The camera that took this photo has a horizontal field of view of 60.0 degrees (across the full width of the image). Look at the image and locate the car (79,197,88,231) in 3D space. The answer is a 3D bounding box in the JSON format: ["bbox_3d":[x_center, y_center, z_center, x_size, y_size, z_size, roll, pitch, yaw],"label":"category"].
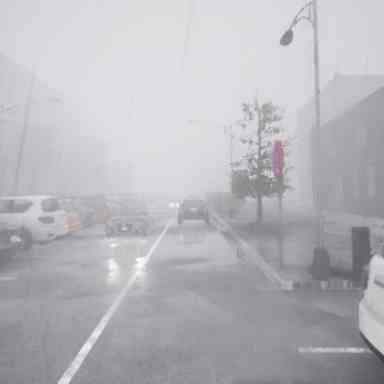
[{"bbox_3d":[-7.617,1.273,15.603,4.553,1.767,2.185,0,0,0],"label":"car"}]

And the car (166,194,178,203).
[{"bbox_3d":[-3.036,1.182,59.878,2.128,1.511,4.902,0,0,1],"label":"car"}]

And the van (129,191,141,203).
[{"bbox_3d":[-7.530,1.087,32.364,4.442,1.987,1.878,0,0,0],"label":"van"}]

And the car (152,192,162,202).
[{"bbox_3d":[-7.830,1.209,51.920,5.366,1.575,1.946,0,0,0],"label":"car"}]

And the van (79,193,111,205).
[{"bbox_3d":[-7.765,1.144,21.190,4.442,1.987,1.878,0,0,0],"label":"van"}]

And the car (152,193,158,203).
[{"bbox_3d":[-7.831,1.237,46.333,5.366,1.575,1.946,0,0,0],"label":"car"}]

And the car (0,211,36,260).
[{"bbox_3d":[-7.678,1.457,10.017,4.792,1.488,2.163,0,0,0],"label":"car"}]

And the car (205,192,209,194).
[{"bbox_3d":[4.713,0.987,46.608,5.566,2.045,2.435,0,0,0],"label":"car"}]

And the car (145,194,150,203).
[{"bbox_3d":[-7.640,1.285,37.952,4.892,1.521,2.231,0,0,0],"label":"car"}]

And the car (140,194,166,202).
[{"bbox_3d":[-7.643,1.144,65.829,5.008,1.535,2.097,0,0,0],"label":"car"}]

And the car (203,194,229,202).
[{"bbox_3d":[4.692,1.143,66.147,5.008,1.535,2.097,0,0,0],"label":"car"}]

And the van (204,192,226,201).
[{"bbox_3d":[4.804,0.926,68.922,4.442,1.987,1.878,0,0,0],"label":"van"}]

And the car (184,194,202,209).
[{"bbox_3d":[0.104,1.137,41.187,2.097,1.767,4.553,0,0,0],"label":"car"}]

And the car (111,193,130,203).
[{"bbox_3d":[-7.678,1.216,26.776,4.553,1.767,2.185,0,0,0],"label":"car"}]

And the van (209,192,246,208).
[{"bbox_3d":[4.801,1.027,43.816,4.442,1.987,1.878,0,0,0],"label":"van"}]

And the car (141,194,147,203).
[{"bbox_3d":[-7.652,1.299,35.158,4.892,1.521,2.231,0,0,0],"label":"car"}]

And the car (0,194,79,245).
[{"bbox_3d":[-7.676,1.162,12.807,5.566,2.045,2.435,0,0,0],"label":"car"}]

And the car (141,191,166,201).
[{"bbox_3d":[-7.615,0.903,63.093,5.566,2.045,2.435,0,0,0],"label":"car"}]

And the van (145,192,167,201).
[{"bbox_3d":[-7.760,0.952,71.449,4.442,1.987,1.878,0,0,0],"label":"van"}]

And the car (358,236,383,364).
[{"bbox_3d":[4.709,1.210,3.376,5.566,2.045,2.435,0,0,0],"label":"car"}]

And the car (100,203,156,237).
[{"bbox_3d":[-3.098,1.474,17.226,1.994,1.385,4.181,0,0,0],"label":"car"}]

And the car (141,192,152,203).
[{"bbox_3d":[-7.614,1.144,40.743,4.553,1.767,2.185,0,0,0],"label":"car"}]

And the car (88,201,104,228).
[{"bbox_3d":[-7.676,1.414,18.395,4.792,1.488,2.163,0,0,0],"label":"car"}]

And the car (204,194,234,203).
[{"bbox_3d":[4.872,1.164,60.439,5.366,1.575,1.946,0,0,0],"label":"car"}]

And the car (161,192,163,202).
[{"bbox_3d":[-7.674,1.227,54.714,4.792,1.488,2.163,0,0,0],"label":"car"}]

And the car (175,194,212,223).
[{"bbox_3d":[0.102,1.228,24.112,2.097,1.767,4.553,0,0,0],"label":"car"}]

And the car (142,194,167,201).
[{"bbox_3d":[-7.673,1.179,68.661,4.792,1.488,2.163,0,0,0],"label":"car"}]

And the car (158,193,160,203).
[{"bbox_3d":[-7.674,1.256,49.126,4.792,1.488,2.163,0,0,0],"label":"car"}]

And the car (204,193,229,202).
[{"bbox_3d":[4.655,1.027,63.356,4.553,1.767,2.185,0,0,0],"label":"car"}]

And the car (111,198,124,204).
[{"bbox_3d":[-7.645,1.396,23.985,4.674,1.452,2.002,0,0,0],"label":"car"}]

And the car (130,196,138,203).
[{"bbox_3d":[-7.642,1.327,29.446,5.008,1.535,2.097,0,0,0],"label":"car"}]
